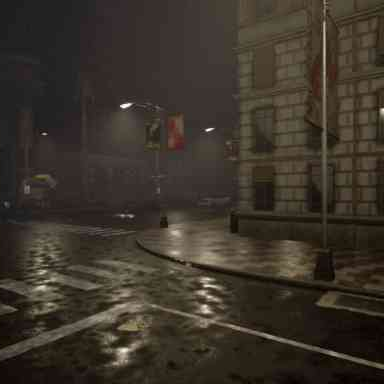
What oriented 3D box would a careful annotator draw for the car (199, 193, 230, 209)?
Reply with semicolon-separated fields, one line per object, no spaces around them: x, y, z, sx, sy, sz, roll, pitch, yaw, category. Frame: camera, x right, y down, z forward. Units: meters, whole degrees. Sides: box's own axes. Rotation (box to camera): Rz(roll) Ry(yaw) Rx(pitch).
3.229;1.223;46.738;2.150;2.045;5.566;0;0;39;car

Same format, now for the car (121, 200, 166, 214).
-5.063;1.547;35.667;2.033;1.411;5.357;0;0;36;car
